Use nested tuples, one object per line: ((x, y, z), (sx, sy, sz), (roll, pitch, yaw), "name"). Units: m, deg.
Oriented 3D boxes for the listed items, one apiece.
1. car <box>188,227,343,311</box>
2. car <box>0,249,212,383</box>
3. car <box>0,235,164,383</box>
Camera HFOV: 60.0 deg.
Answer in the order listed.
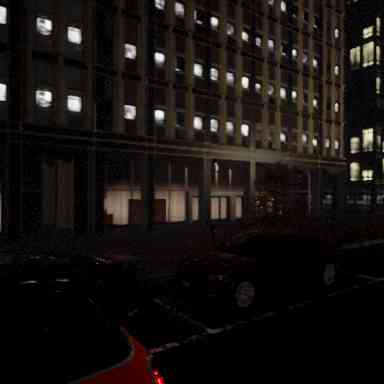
((1.710, 1.547, 7.776), (4.507, 1.381, 1.887), (0, 0, -36), "car")
((-2.352, 1.352, 1.690), (4.553, 1.767, 2.097), (0, 0, -35), "car")
((-2.797, 1.551, 4.560), (4.403, 1.369, 2.008), (0, 0, -36), "car")
